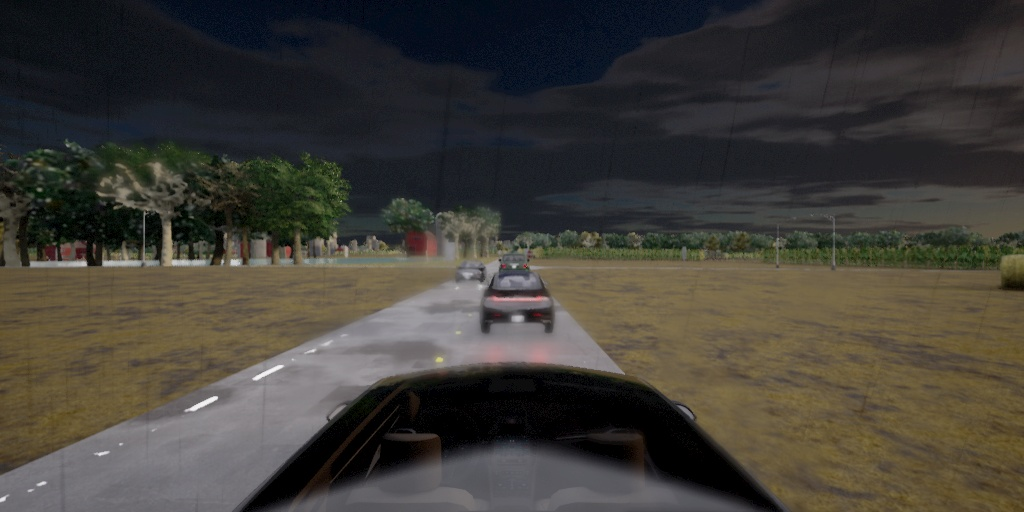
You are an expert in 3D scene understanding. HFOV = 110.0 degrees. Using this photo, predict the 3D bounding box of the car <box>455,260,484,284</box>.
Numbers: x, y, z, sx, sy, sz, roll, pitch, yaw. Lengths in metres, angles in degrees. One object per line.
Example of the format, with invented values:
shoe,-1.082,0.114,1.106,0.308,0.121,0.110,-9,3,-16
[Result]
car,-2.796,1.078,25.183,2.128,1.511,4.902,0,0,0

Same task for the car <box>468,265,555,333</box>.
car,0.121,1.182,10.470,2.128,1.511,4.902,0,0,0

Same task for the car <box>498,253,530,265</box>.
car,0.152,0.798,26.668,2.150,2.045,5.566,0,0,0
